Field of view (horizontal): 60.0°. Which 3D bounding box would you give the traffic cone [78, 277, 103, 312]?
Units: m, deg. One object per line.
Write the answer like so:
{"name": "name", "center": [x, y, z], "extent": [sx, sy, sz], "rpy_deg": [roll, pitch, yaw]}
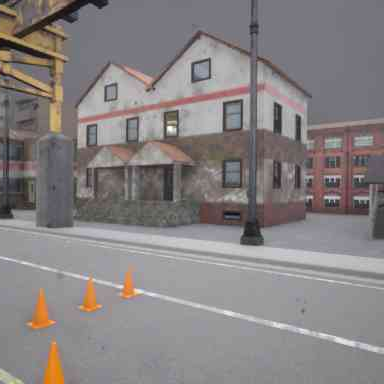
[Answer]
{"name": "traffic cone", "center": [-1.972, 1.949, 6.449], "extent": [0.340, 0.580, 0.340], "rpy_deg": [0, 0, 36]}

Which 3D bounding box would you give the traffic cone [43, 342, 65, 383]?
{"name": "traffic cone", "center": [-1.520, 1.952, 3.657], "extent": [0.340, 0.580, 0.340], "rpy_deg": [0, 0, 36]}

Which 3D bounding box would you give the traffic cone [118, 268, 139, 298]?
{"name": "traffic cone", "center": [-1.386, 1.949, 7.260], "extent": [0.340, 0.580, 0.340], "rpy_deg": [0, 0, 36]}

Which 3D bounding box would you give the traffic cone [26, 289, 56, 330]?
{"name": "traffic cone", "center": [-2.557, 1.949, 5.638], "extent": [0.340, 0.580, 0.340], "rpy_deg": [0, 0, 36]}
